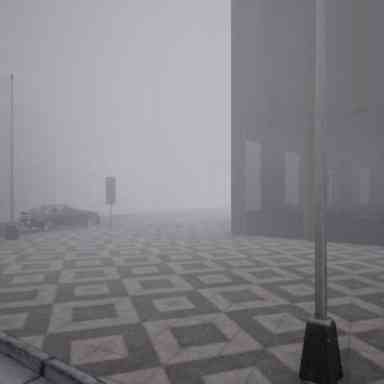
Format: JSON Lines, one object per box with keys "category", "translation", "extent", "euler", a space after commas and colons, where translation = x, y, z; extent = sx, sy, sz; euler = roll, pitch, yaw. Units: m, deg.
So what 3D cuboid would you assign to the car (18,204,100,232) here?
{"category": "car", "translation": [-7.920, 1.501, 20.309], "extent": [2.128, 1.511, 4.902], "euler": [0, 0, 37]}
